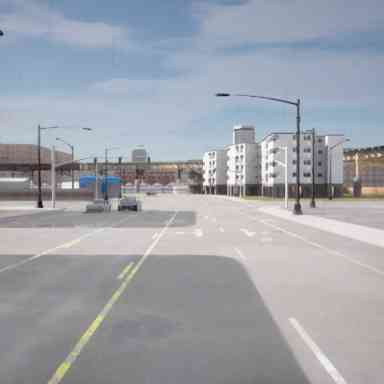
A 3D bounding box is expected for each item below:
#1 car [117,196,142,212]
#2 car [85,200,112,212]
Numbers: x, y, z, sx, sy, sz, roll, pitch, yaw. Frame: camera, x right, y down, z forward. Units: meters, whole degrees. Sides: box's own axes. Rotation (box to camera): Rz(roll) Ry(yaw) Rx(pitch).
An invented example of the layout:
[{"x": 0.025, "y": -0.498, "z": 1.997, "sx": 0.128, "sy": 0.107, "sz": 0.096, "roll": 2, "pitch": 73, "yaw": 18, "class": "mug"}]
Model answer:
[{"x": -7.000, "y": 1.332, "z": 37.681, "sx": 2.097, "sy": 1.767, "sz": 4.553, "roll": 0, "pitch": 0, "yaw": 0, "class": "car"}, {"x": -10.501, "y": 1.586, "z": 37.622, "sx": 1.895, "sy": 1.301, "sz": 4.718, "roll": 0, "pitch": 0, "yaw": 0, "class": "car"}]
